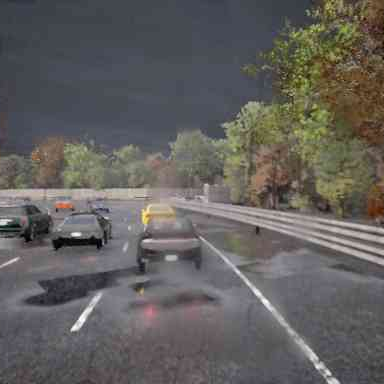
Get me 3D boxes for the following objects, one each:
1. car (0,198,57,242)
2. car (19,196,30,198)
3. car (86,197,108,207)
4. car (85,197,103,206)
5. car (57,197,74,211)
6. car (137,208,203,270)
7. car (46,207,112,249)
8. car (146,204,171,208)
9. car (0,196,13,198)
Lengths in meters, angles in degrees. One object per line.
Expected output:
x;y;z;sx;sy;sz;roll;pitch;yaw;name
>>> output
-8.526;1.388;16.596;2.097;1.767;4.553;0;0;-9;car
-41.822;1.669;82.589;4.674;1.442;1.812;0;0;38;car
-10.661;1.602;38.052;2.033;1.411;5.357;0;0;-21;car
-17.360;1.593;59.009;1.837;1.490;4.892;0;0;-32;car
-16.134;1.426;42.016;2.097;1.767;4.553;0;0;-23;car
-0.776;1.500;11.058;2.128;1.511;4.902;0;0;-6;car
-4.691;1.587;14.696;1.994;1.385;4.181;0;0;-8;car
-2.120;1.496;20.751;1.882;1.535;5.008;0;0;-10;car
-44.101;1.707;79.932;4.181;1.385;1.994;0;0;38;car
